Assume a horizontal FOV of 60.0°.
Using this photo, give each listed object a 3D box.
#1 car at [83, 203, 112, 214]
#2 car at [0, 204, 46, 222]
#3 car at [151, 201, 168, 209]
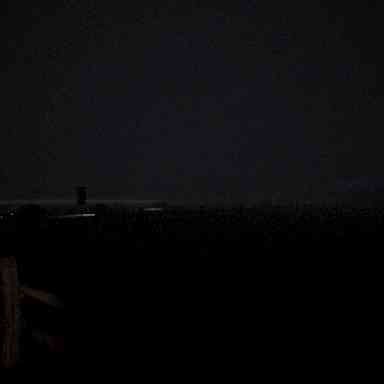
[{"bbox_3d":[-11.887,2.060,41.874,1.994,1.385,4.181,-1,-1,16],"label":"car"},{"bbox_3d":[-15.125,1.839,29.877,1.812,1.442,4.674,-1,-1,15],"label":"car"},{"bbox_3d":[-5.899,2.383,61.495,1.994,1.385,4.181,-1,-1,18],"label":"car"}]
